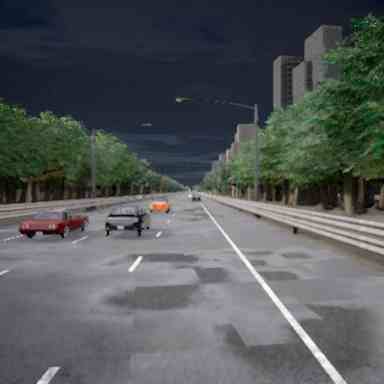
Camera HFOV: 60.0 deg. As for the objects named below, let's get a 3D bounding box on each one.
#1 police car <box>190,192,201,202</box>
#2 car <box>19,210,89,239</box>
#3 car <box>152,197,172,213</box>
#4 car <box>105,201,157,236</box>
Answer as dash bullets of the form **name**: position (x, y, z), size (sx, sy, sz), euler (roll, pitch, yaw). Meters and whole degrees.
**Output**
- **police car**: position (1.008, 1.365, 72.734), size (1.930, 1.638, 5.238), euler (0, 0, 0)
- **car**: position (-6.910, 1.595, 17.291), size (1.895, 1.301, 4.718), euler (0, 0, 0)
- **car**: position (-3.421, 1.334, 36.957), size (2.097, 1.767, 4.553), euler (0, 0, 0)
- **car**: position (-3.412, 1.485, 18.333), size (2.128, 1.511, 4.902), euler (0, 0, 0)
